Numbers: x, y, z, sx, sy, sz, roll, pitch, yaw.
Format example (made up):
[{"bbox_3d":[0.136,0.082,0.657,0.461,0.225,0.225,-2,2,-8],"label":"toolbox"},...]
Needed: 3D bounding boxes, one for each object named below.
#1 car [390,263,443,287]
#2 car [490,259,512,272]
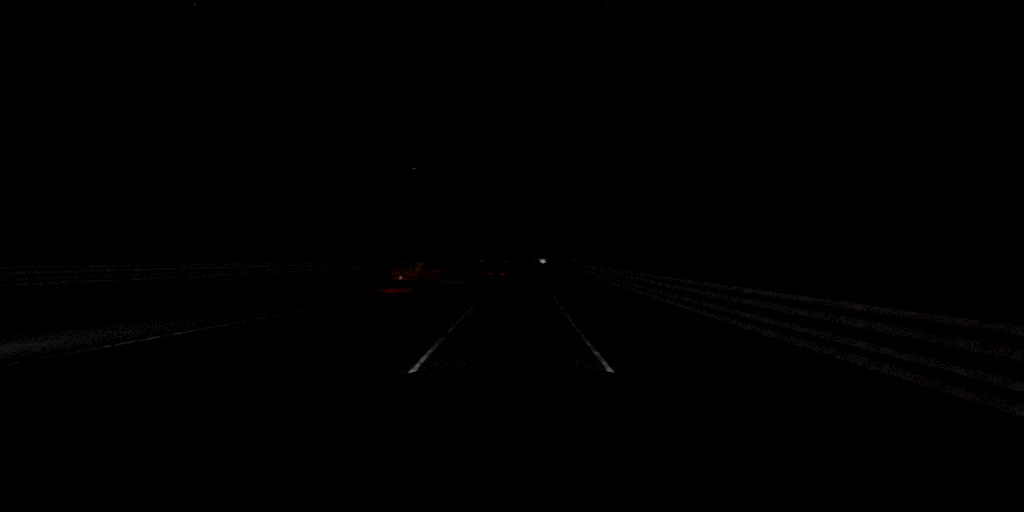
[{"bbox_3d":[-6.386,1.204,24.680,1.882,1.535,5.008,0,0,13],"label":"car"},{"bbox_3d":[-1.351,1.173,47.101,2.097,1.767,4.553,0,0,13],"label":"car"}]
